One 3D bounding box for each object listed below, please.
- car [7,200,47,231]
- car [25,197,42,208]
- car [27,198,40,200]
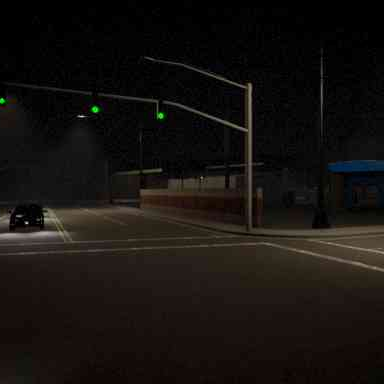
[{"bbox_3d":[-10.410,1.513,21.128,1.837,1.490,4.892,0,0,-25],"label":"car"},{"bbox_3d":[-23.096,1.468,48.673,2.128,1.511,4.902,0,0,-25],"label":"car"},{"bbox_3d":[-14.587,1.562,30.185,1.994,1.385,4.181,0,0,-25],"label":"car"}]
